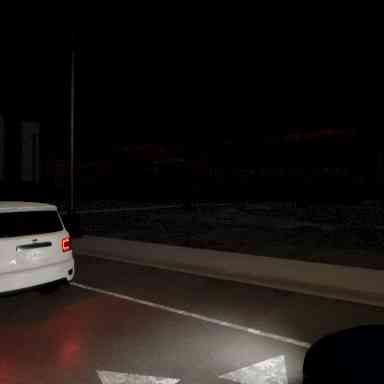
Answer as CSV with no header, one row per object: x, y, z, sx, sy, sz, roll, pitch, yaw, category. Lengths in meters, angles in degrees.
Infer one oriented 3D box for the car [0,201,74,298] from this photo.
-5.032,1.220,7.576,5.566,2.045,2.150,0,0,35,car

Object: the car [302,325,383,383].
3.005,1.516,1.843,4.674,1.442,1.812,0,0,35,car

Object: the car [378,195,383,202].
39.927,1.369,67.953,1.853,1.218,4.536,1,1,6,car

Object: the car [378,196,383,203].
39.921,1.527,67.903,2.038,1.542,4.974,1,1,6,car
